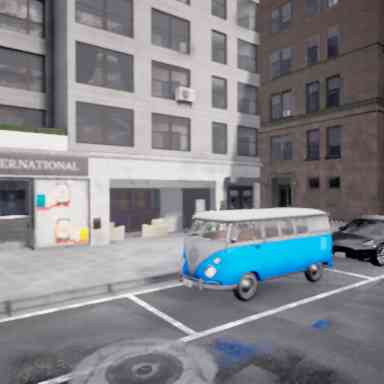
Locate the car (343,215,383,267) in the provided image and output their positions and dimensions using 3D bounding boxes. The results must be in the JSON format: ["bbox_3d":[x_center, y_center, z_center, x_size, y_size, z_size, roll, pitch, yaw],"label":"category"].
[{"bbox_3d":[6.182,1.480,11.154,4.313,1.339,1.947,-1,0,-35],"label":"car"}]

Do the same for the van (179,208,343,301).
[{"bbox_3d":[1.629,1.297,7.915,3.998,1.788,1.690,-1,0,-35],"label":"van"}]
